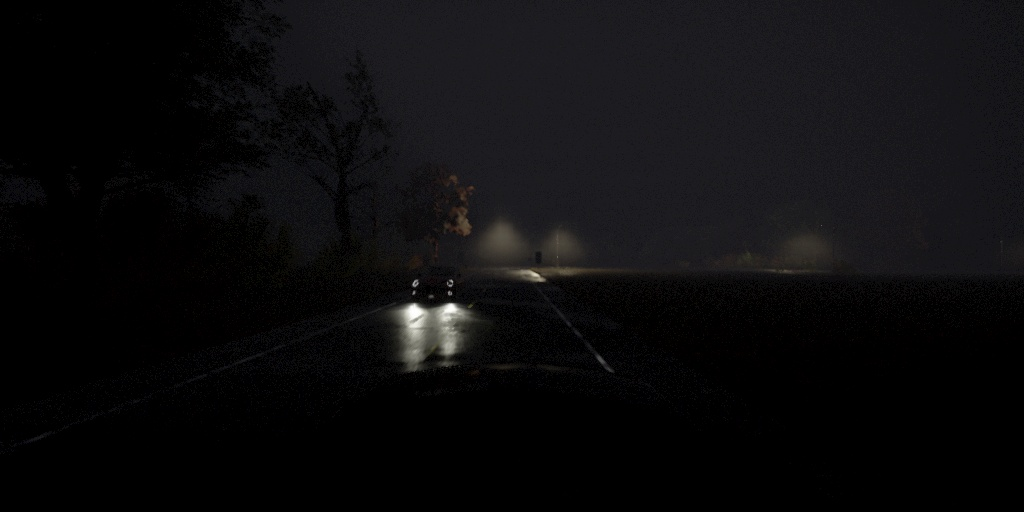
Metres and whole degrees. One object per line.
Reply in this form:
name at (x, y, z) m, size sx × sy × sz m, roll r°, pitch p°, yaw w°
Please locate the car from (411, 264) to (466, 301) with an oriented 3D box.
car at (-3.601, 1.248, 18.241) m, size 2.097 × 1.767 × 4.553 m, roll 0°, pitch 0°, yaw 0°
